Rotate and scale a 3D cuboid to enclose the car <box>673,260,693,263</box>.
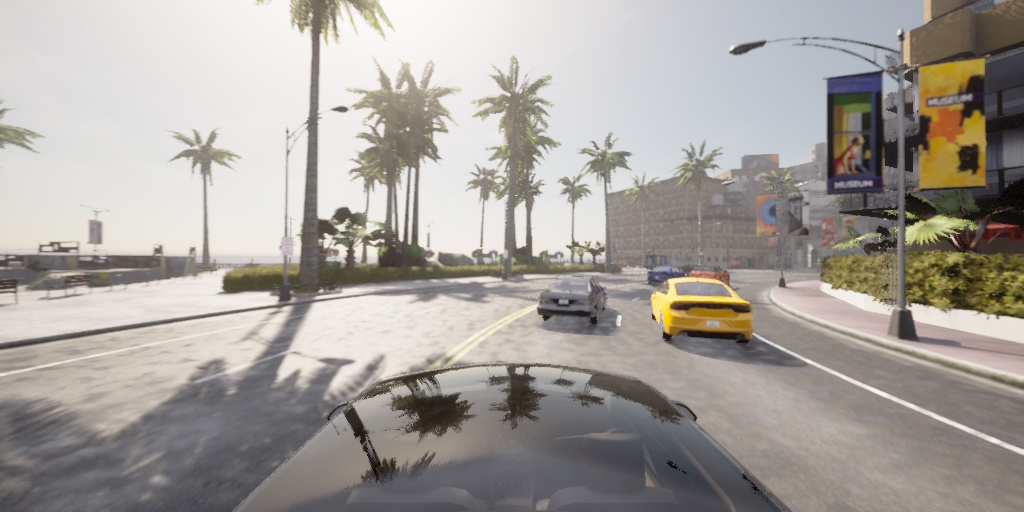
[{"bbox_3d":[23.023,1.603,48.544,5.566,2.045,2.150,1,-1,-33],"label":"car"}]

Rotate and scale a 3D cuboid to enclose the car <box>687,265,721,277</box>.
[{"bbox_3d":[24.128,1.878,45.037,4.674,1.442,1.812,1,-1,-34],"label":"car"}]

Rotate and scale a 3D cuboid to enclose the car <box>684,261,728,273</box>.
[{"bbox_3d":[15.109,1.465,27.363,2.097,1.767,4.553,0,-1,40],"label":"car"}]

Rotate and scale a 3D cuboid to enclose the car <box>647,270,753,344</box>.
[{"bbox_3d":[5.094,1.349,10.215,1.882,1.535,5.008,0,0,17],"label":"car"}]

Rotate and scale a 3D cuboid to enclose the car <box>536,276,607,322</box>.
[{"bbox_3d":[2.329,1.427,12.980,2.033,1.411,5.357,0,-1,19],"label":"car"}]

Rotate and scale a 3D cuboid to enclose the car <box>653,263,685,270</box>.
[{"bbox_3d":[13.181,1.608,30.489,1.882,1.535,5.008,0,-1,41],"label":"car"}]
